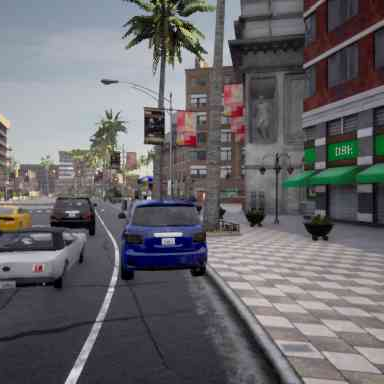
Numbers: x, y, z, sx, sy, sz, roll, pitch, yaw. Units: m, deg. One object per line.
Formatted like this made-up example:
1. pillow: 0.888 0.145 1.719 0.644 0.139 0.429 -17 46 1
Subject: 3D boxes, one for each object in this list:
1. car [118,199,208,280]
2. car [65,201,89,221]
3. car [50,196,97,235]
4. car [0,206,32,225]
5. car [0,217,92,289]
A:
1. car: -1.055 1.218 10.220 2.150 2.045 5.566 0 0 -11
2. car: -9.592 1.517 27.914 1.812 1.442 4.674 0 0 -18
3. car: -6.539 1.216 18.583 2.150 2.045 5.566 0 0 -17
4. car: -9.990 1.469 17.951 1.882 1.535 5.008 0 0 -17
5. car: -4.088 1.597 8.956 1.895 1.301 4.718 0 0 -9
